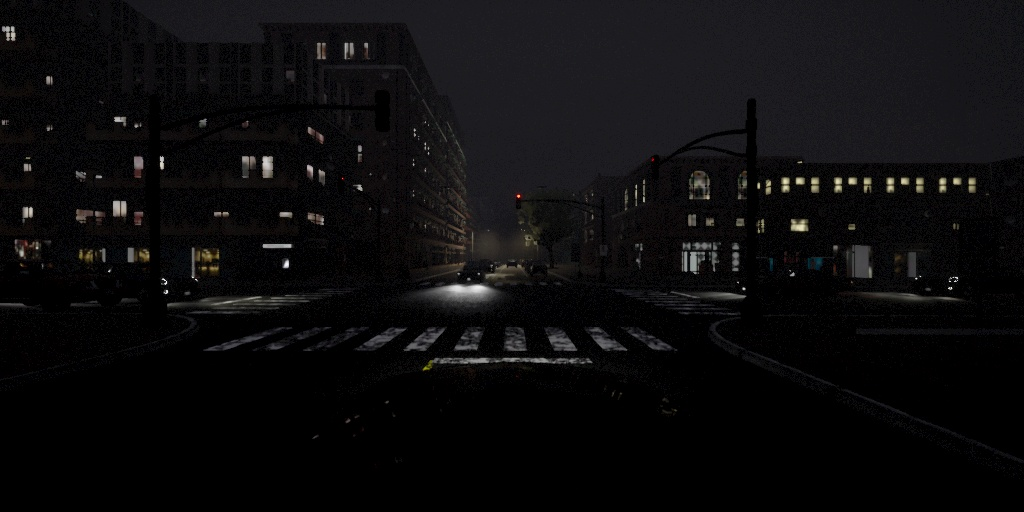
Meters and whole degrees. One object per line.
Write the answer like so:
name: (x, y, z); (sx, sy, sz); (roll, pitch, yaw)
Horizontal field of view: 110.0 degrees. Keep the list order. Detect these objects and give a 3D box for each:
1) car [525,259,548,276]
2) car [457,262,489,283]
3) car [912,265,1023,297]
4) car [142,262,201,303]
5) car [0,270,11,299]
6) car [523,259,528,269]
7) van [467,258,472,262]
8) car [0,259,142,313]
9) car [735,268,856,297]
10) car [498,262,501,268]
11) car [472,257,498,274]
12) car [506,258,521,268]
car: (2.692, 1.330, 36.841); (2.007, 1.370, 4.403); (0, 0, 0)
car: (-3.099, 1.366, 27.918); (1.895, 1.301, 4.718); (0, 0, 0)
car: (24.524, 1.219, 19.206); (4.553, 1.767, 2.097); (0, 0, 0)
car: (-16.526, 1.053, 15.739); (4.553, 1.767, 2.097); (0, 0, -1)
car: (-25.582, 1.274, 15.653); (4.718, 1.301, 1.895); (0, 0, 0)
car: (2.693, 1.228, 42.538); (1.967, 1.591, 4.097); (0, 0, 0)
van: (-5.688, 1.149, 53.933); (1.690, 1.789, 3.998); (0, 0, 0)
car: (-17.276, 1.013, 13.123); (5.009, 1.841, 2.192); (0, 0, 0)
car: (15.025, 1.372, 19.140); (5.357, 1.411, 2.033); (0, 0, 0)
car: (-3.058, 1.348, 61.352); (1.812, 1.442, 4.674); (0, 0, 0)
car: (-3.097, 1.141, 42.289); (2.097, 1.767, 4.553); (0, 0, 0)
car: (0.003, 1.319, 63.198); (2.128, 1.511, 4.902); (0, 0, 0)
